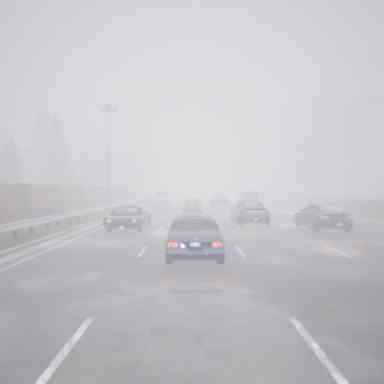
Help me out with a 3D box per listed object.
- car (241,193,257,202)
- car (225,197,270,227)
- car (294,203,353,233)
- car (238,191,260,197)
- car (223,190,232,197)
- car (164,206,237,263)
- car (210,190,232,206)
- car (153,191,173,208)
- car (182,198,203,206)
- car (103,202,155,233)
[{"bbox_3d":[10.257,0.915,60.460,2.128,1.511,4.902,0,1,0],"label":"car"},{"bbox_3d":[3.569,1.290,20.862,2.128,1.511,4.902,0,0,0],"label":"car"},{"bbox_3d":[7.074,1.349,18.226,1.812,1.442,4.674,0,0,0],"label":"car"},{"bbox_3d":[6.949,0.831,41.034,2.150,2.045,5.566,0,1,0],"label":"car"},{"bbox_3d":[10.010,0.330,94.133,2.150,2.045,5.566,0,1,0],"label":"car"},{"bbox_3d":[0.083,1.438,11.406,2.033,1.411,5.357,0,0,0],"label":"car"},{"bbox_3d":[3.444,0.948,42.377,2.097,1.767,4.553,0,0,0],"label":"car"},{"bbox_3d":[-3.544,0.838,40.875,2.150,2.045,5.566,0,1,0],"label":"car"},{"bbox_3d":[0.045,1.266,29.749,2.033,1.411,5.357,0,1,0],"label":"car"},{"bbox_3d":[-3.426,1.427,18.440,1.895,1.301,4.718,0,1,0],"label":"car"}]
